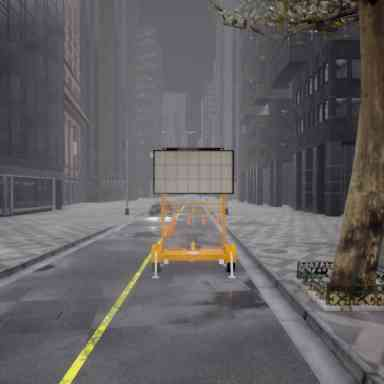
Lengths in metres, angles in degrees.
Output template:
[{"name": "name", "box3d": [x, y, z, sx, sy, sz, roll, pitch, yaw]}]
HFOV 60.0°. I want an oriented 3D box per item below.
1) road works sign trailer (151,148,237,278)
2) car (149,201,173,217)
[{"name": "road works sign trailer", "box3d": [0.044, 0.465, 10.091, 2.380, 3.560, 2.880, 0, 0, 0]}, {"name": "car", "box3d": [-2.905, 1.594, 31.793, 1.994, 1.385, 4.181, 0, 0, 0]}]
